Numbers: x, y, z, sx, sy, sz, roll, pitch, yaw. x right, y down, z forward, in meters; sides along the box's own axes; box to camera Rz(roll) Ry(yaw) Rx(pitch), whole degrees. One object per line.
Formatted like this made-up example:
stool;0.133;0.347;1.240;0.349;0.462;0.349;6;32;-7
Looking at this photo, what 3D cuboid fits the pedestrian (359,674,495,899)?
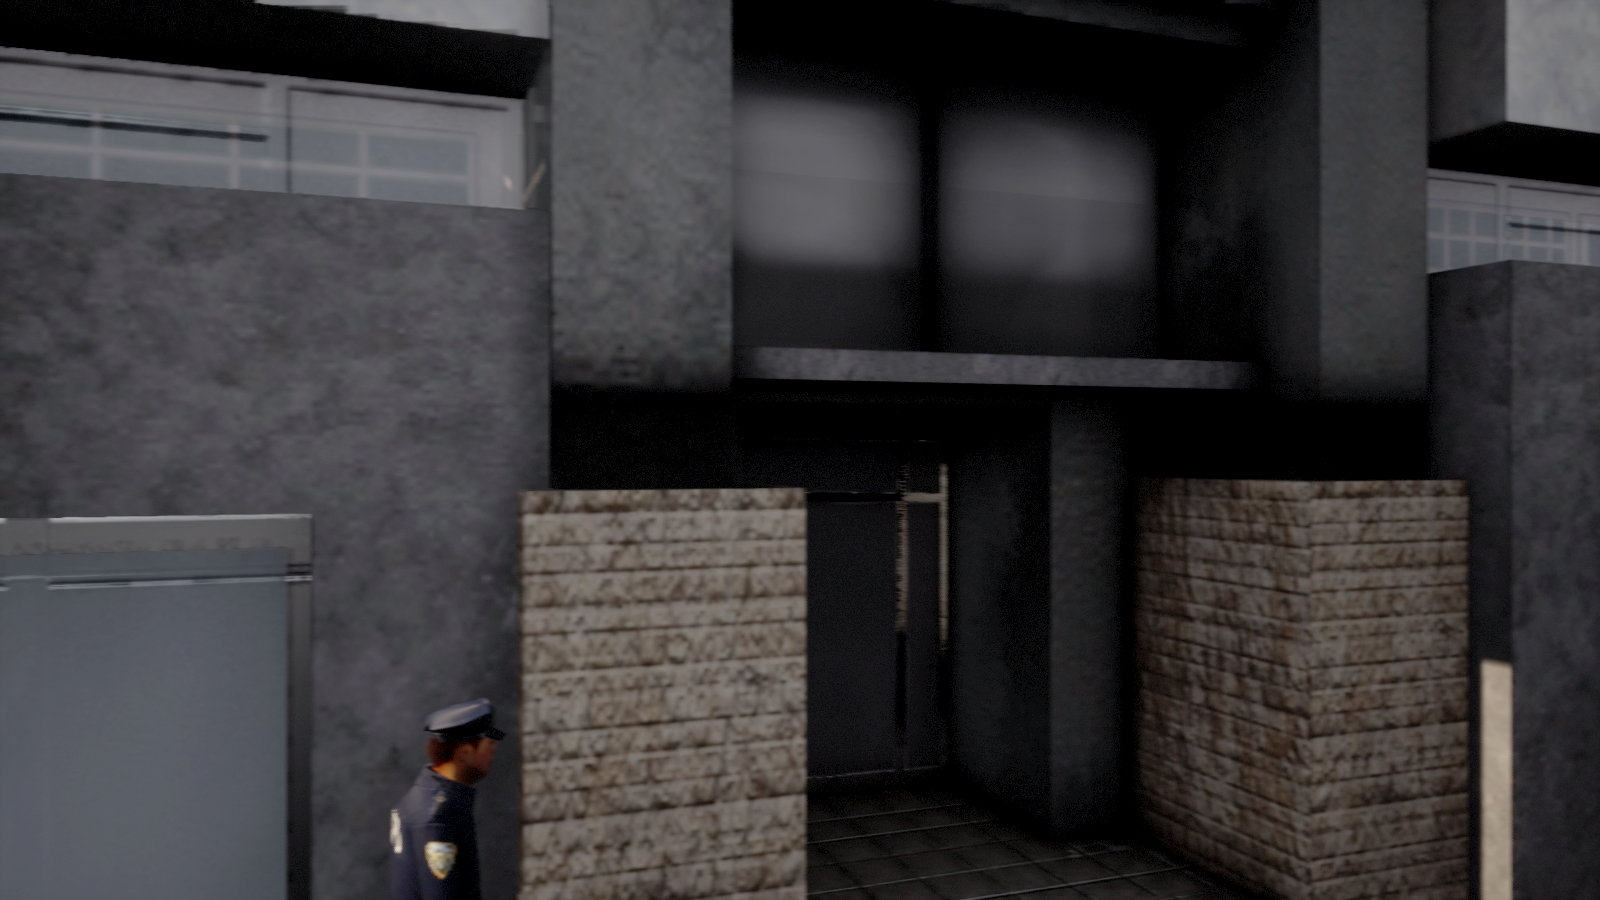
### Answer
pedestrian;-1.276;1.746;3.898;0.375;1.860;0.375;0;0;-29
